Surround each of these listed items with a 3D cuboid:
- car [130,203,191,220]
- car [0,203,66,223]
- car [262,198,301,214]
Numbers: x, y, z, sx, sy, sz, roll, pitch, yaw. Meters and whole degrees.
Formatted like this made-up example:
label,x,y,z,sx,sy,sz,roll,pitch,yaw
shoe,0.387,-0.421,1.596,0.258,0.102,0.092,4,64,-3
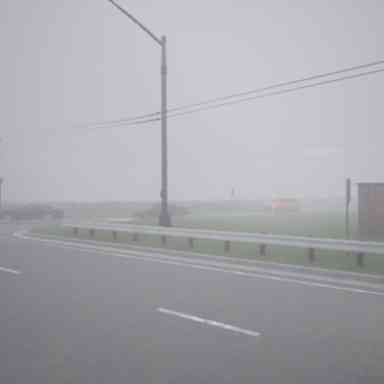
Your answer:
label,x,y,z,sx,sy,sz,roll,pitch,yaw
car,-2.817,1.692,30.272,5.357,1.411,2.033,0,0,-24
car,-13.051,1.669,27.371,5.008,1.535,1.882,0,0,-8
car,10.034,1.455,37.188,4.553,1.767,2.097,0,0,-30
